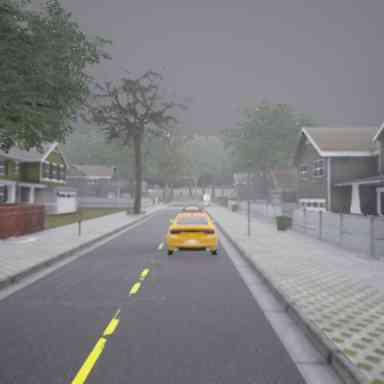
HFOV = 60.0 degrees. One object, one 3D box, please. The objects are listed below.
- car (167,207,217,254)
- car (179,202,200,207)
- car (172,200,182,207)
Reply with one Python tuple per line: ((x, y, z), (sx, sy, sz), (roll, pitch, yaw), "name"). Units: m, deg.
((0.031, 1.628, 14.254), (1.882, 1.535, 5.008), (0, 0, 1), "car")
((0.030, 1.828, 28.905), (1.812, 1.442, 4.674), (0, 0, 1), "car")
((-2.755, 2.218, 64.570), (1.895, 1.301, 4.718), (0, 0, 1), "car")
